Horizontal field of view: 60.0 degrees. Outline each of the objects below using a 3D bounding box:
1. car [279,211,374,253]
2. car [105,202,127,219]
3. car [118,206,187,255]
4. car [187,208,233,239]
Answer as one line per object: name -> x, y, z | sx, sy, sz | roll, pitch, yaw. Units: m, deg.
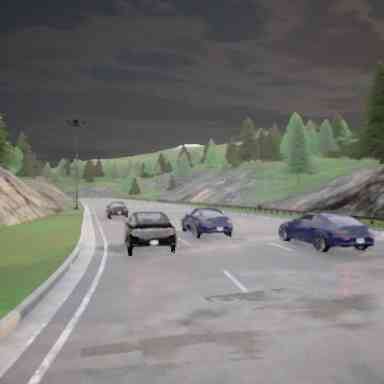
car -> 5.328, 1.519, 13.700 | 1.812, 1.442, 4.674 | 0, 0, -12
car -> -7.020, 1.667, 31.241 | 1.812, 1.442, 4.674 | 0, 0, -17
car -> -1.840, 1.544, 13.807 | 2.128, 1.511, 4.902 | 0, 0, -13
car -> 0.710, 1.567, 17.824 | 1.812, 1.442, 4.674 | 0, 0, -15
